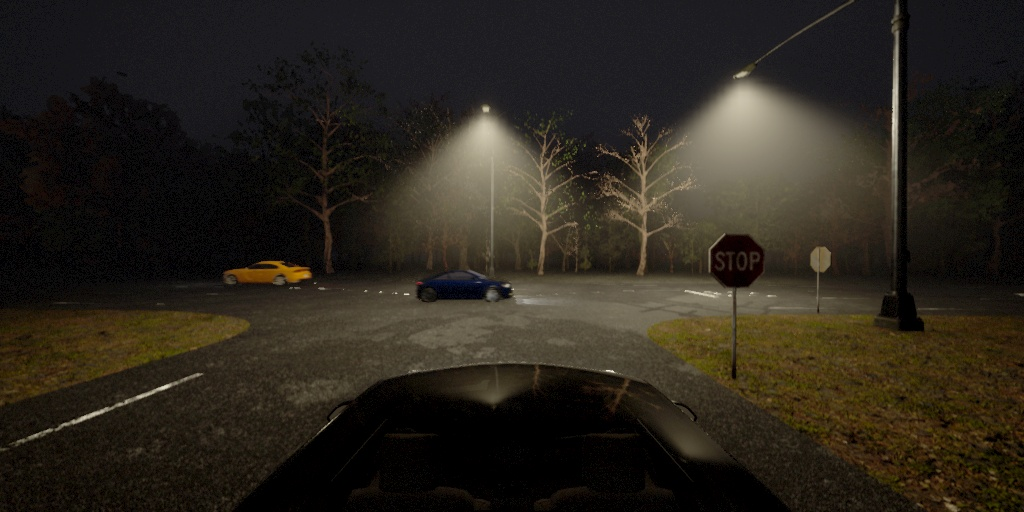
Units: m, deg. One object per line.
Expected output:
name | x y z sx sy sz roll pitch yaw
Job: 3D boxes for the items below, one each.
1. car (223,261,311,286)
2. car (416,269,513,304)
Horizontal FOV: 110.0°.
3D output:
car | -15.585 1.091 22.878 5.008 1.535 1.882 0 0 1
car | -2.036 1.280 15.730 4.181 1.385 1.994 0 0 0
